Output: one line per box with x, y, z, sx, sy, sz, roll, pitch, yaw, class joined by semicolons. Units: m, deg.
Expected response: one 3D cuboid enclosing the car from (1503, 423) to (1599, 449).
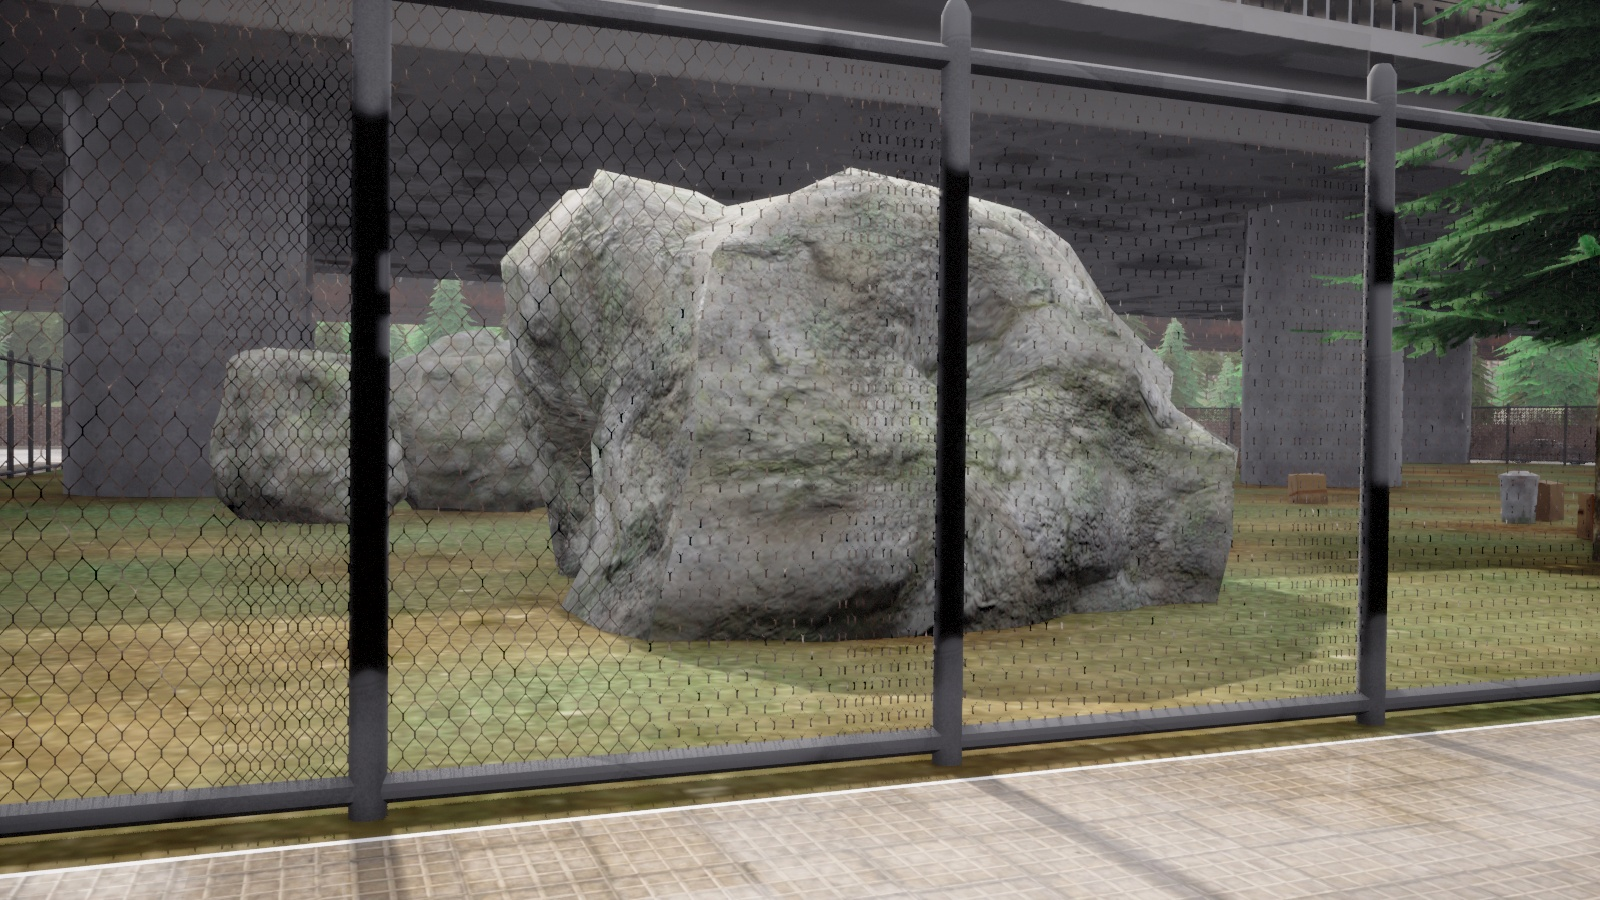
45.043;-0.852;75.195;4.892;1.490;1.837;0;1;42;car
